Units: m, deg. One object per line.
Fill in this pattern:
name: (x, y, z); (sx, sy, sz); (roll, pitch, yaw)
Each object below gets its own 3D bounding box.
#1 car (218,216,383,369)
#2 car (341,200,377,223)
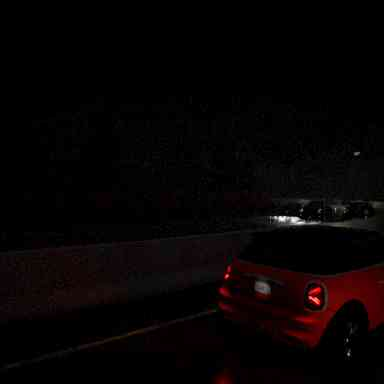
car: (2.671, 1.415, 6.109); (4.553, 1.767, 2.097); (1, -1, -39)
car: (14.777, 1.664, 29.250); (2.097, 1.767, 4.553); (0, -1, 36)
